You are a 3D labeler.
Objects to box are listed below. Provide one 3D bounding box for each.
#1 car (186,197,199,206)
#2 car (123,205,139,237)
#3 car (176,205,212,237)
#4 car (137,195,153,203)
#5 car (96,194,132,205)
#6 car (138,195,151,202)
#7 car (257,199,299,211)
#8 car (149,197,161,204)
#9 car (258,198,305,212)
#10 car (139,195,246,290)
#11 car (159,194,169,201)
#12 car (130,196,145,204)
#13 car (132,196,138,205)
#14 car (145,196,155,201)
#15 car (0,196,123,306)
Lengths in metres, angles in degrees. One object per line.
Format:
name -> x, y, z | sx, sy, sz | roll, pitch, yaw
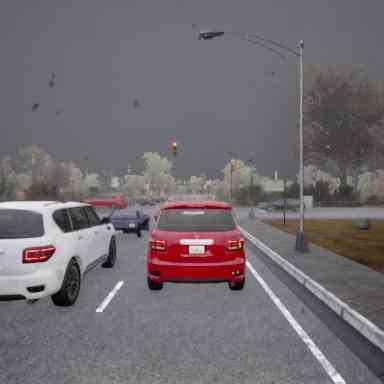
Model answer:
car -> 0.050, 1.556, 54.230 | 1.994, 1.385, 4.181 | 0, 0, 0
car -> -3.413, 1.598, 17.901 | 1.895, 1.301, 4.718 | 0, 0, 0
car -> 0.086, 1.523, 18.888 | 1.812, 1.442, 4.674 | 0, 0, 0
car -> -7.123, 1.540, 54.533 | 2.033, 1.411, 5.357 | 0, 0, 0
car -> -10.327, 1.216, 38.892 | 5.566, 2.045, 2.150 | 0, 0, 3
car -> -10.557, 1.515, 74.511 | 2.128, 1.511, 4.902 | 0, 0, 0
car -> 10.598, 1.595, 41.231 | 4.718, 1.301, 1.895 | 0, 0, 3
car -> -7.098, 1.592, 64.125 | 1.895, 1.301, 4.718 | 0, 0, 0
car -> 10.195, 1.499, 37.624 | 4.892, 1.490, 1.837 | 0, 0, 1
car -> 0.091, 1.220, 9.194 | 2.150, 2.045, 5.566 | 0, 0, 0
car -> -7.063, 1.343, 84.192 | 2.097, 1.767, 4.553 | 0, 0, 0
car -> -10.589, 1.538, 64.669 | 2.033, 1.411, 5.357 | 0, 0, 1
car -> -10.629, 1.497, 54.926 | 1.837, 1.490, 4.892 | 0, 0, 0
car -> -10.563, 1.583, 84.557 | 1.895, 1.301, 4.718 | 0, 0, 0
car -> -3.406, 1.220, 8.133 | 2.150, 2.045, 5.566 | 0, 0, 0
